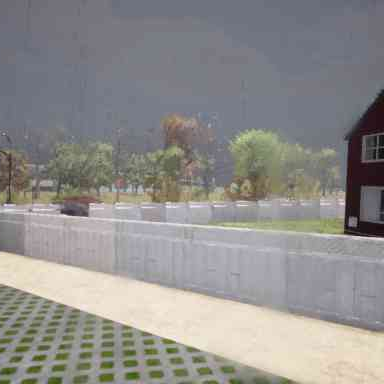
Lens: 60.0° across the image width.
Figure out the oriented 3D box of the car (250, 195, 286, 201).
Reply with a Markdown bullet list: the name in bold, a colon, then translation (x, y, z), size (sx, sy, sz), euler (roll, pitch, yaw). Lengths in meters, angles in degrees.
- **car**: translation (9.614, 1.090, 42.851), size (4.718, 1.301, 1.895), euler (0, 2, -18)

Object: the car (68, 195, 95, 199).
- **car**: translation (-12.257, 1.116, 35.553), size (5.008, 1.535, 1.882), euler (0, 2, -18)

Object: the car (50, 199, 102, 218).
- **car**: translation (-9.516, 1.516, 26.235), size (5.357, 1.411, 2.033), euler (0, 2, -14)
